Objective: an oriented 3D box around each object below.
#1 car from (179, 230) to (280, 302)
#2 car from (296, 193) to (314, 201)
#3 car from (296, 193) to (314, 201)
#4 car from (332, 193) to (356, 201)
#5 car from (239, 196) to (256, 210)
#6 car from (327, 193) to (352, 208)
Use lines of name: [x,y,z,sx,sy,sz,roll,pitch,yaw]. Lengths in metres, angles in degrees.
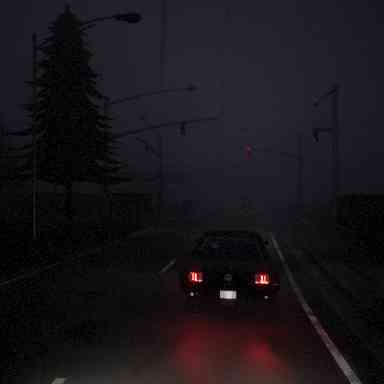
car: [0.979,1.601,8.313,1.895,1.301,4.718,0,0,8]
car: [27.234,1.077,79.971,3.866,1.878,1.905,0,0,10]
car: [26.057,1.361,76.802,3.806,1.475,1.970,0,0,10]
car: [34.416,1.097,75.374,4.605,1.855,1.932,0,0,10]
car: [7.178,1.352,43.256,2.097,1.767,4.553,0,0,10]
car: [20.190,1.330,43.050,5.027,1.636,2.152,0,0,10]
